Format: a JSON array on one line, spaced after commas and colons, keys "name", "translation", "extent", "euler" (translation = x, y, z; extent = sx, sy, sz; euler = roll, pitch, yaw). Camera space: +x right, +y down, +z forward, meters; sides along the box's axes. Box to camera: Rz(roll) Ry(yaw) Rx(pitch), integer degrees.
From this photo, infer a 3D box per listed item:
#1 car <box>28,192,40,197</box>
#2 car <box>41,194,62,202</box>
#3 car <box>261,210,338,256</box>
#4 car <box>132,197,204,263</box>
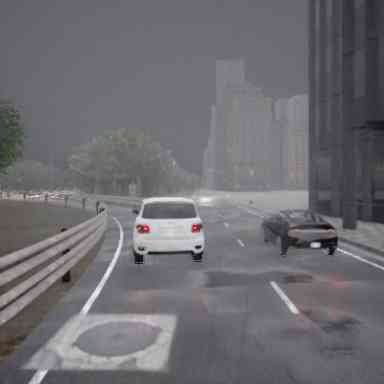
[{"name": "car", "translation": [-32.566, 0.712, 68.983], "extent": [2.033, 1.411, 5.357], "euler": [-1, 2, -38]}, {"name": "car", "translation": [-25.623, 1.071, 61.494], "extent": [1.895, 1.301, 4.718], "euler": [-1, 1, -45]}, {"name": "car", "translation": [3.910, 1.432, 12.807], "extent": [2.128, 1.511, 4.902], "euler": [0, 0, 1]}, {"name": "car", "translation": [-0.968, 1.190, 12.062], "extent": [2.150, 2.045, 5.566], "euler": [0, 0, -8]}]
